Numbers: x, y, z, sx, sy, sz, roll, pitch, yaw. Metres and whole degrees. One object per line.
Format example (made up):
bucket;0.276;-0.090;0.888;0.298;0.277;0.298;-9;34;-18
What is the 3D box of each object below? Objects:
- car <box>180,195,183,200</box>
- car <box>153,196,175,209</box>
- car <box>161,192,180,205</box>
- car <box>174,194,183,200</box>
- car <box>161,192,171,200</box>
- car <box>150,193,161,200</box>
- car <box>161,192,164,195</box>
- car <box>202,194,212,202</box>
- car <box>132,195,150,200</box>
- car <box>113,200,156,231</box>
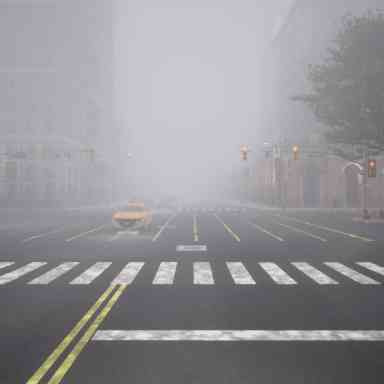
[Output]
car;-3.515;1.525;71.160;2.128;1.511;4.902;0;0;1
car;-3.669;1.601;44.728;1.895;1.301;4.718;0;0;0
car;-3.671;1.352;58.247;2.097;1.767;4.553;0;0;0
car;-3.379;1.370;86.644;2.033;1.411;5.357;0;0;1
car;-6.869;0.974;87.803;2.150;2.045;5.566;0;0;1
car;-7.170;1.353;58.840;2.097;1.767;4.553;0;0;0
car;-7.006;1.225;72.210;2.150;2.045;5.566;0;0;1
car;3.548;1.355;78.333;2.097;1.767;4.553;0;0;1
car;-7.170;1.477;44.306;1.882;1.535;5.008;0;0;0
car;-3.633;1.477;20.978;1.882;1.535;5.008;0;0;0
